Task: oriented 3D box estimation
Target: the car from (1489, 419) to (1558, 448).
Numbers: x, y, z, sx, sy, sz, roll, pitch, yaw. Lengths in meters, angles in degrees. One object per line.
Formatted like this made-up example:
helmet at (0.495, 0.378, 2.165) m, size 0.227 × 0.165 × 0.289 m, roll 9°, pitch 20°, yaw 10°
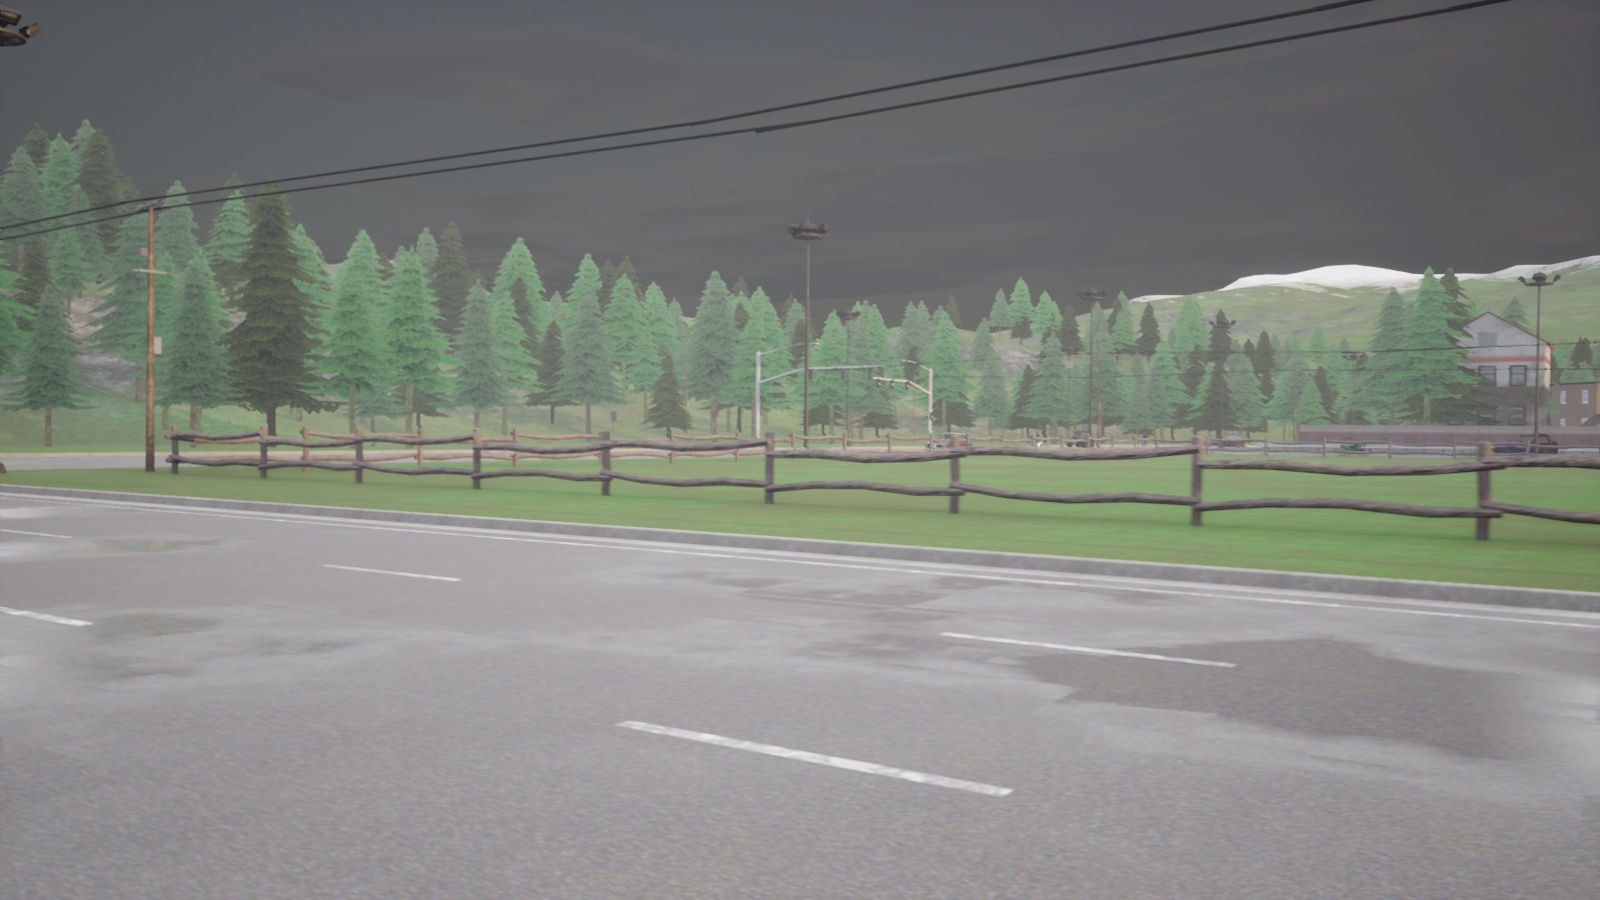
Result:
car at (48.166, -1.068, 83.637) m, size 3.866 × 1.878 × 1.905 m, roll 0°, pitch 1°, yaw 34°

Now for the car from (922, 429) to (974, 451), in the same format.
car at (10.351, -0.711, 87.646) m, size 1.970 × 1.475 × 3.806 m, roll 0°, pitch 1°, yaw 37°
